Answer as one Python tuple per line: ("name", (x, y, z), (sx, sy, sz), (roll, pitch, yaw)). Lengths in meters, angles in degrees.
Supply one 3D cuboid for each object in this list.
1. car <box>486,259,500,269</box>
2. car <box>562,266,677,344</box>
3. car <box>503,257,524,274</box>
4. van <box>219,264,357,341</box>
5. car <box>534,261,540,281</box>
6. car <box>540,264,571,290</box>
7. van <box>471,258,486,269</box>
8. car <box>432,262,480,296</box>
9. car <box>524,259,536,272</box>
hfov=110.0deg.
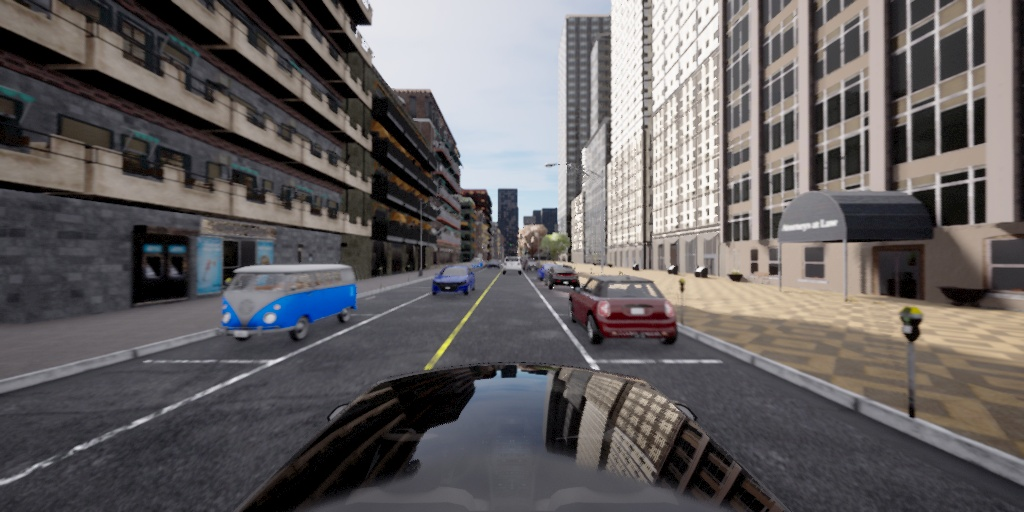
("car", (-3.052, 1.298, 60.321), (2.097, 1.767, 4.553), (0, 0, 1))
("car", (2.691, 1.211, 9.625), (1.967, 1.591, 4.097), (0, 0, 0))
("car", (0.038, 1.104, 44.027), (2.150, 2.045, 5.566), (0, -1, 1))
("van", (-5.690, 1.112, 9.625), (1.690, 1.789, 3.998), (0, 0, 0))
("car", (3.145, 1.363, 30.366), (1.812, 1.442, 4.674), (0, 0, 0))
("car", (3.144, 1.317, 23.365), (1.837, 1.490, 4.892), (0, 0, 0))
("van", (-5.698, 1.283, 59.329), (1.690, 1.789, 3.998), (0, 0, 0))
("car", (-3.103, 1.279, 19.858), (1.882, 1.535, 5.008), (0, 0, 0))
("car", (2.685, 1.451, 48.285), (2.007, 1.370, 4.403), (0, 0, 0))
